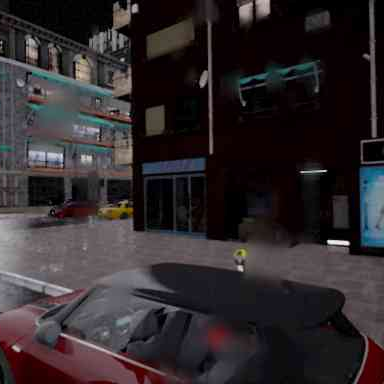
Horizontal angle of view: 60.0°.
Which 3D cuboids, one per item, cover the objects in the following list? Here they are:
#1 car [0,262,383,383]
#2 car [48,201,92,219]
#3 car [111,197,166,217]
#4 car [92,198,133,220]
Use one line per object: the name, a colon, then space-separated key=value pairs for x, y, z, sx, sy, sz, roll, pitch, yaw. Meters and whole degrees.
car: x=-0.376 y=1.441 z=3.220 sx=4.097 sy=1.590 sz=1.967 roll=0 pitch=-1 yaw=36
car: x=-9.666 y=1.438 z=27.525 sx=1.994 sy=1.385 sz=4.181 roll=-1 pitch=0 yaw=36
car: x=-4.547 y=1.282 z=29.065 sx=1.837 sy=1.490 sz=4.892 roll=-1 pitch=0 yaw=36
car: x=-4.636 y=1.289 z=24.578 sx=1.752 sy=1.417 sz=4.829 roll=-1 pitch=0 yaw=36
